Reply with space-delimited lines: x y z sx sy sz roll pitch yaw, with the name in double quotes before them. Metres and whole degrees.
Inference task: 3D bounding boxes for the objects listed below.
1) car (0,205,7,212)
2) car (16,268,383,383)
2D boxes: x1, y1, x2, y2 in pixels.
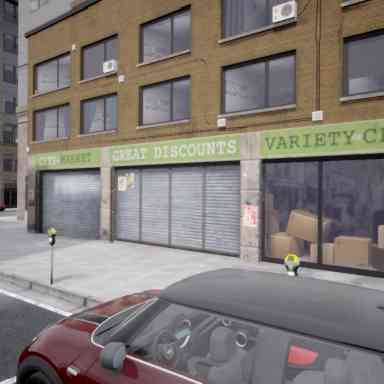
"car" -19.429 1.456 29.774 1.895 1.301 4.718 1 1 34
"car" 0.240 1.440 2.894 4.097 1.590 1.967 0 1 35
